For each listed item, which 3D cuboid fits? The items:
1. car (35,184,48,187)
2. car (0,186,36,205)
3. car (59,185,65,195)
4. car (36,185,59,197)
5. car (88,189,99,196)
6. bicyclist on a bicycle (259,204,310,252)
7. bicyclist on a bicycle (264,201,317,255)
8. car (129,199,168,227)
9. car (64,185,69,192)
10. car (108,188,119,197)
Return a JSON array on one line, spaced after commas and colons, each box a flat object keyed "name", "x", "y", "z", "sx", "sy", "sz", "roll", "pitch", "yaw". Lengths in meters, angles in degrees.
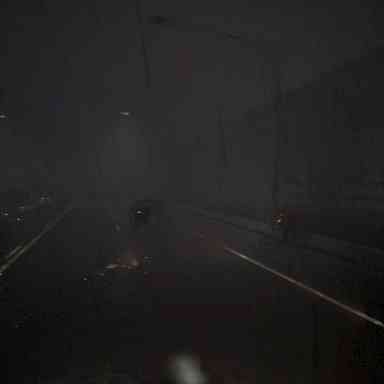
[{"name": "car", "x": -30.186, "y": -0.332, "z": 64.973, "sx": 2.128, "sy": 1.511, "sz": 4.902, "roll": 1, "pitch": 2, "yaw": -16}, {"name": "car", "x": -17.817, "y": 0.485, "z": 34.124, "sx": 1.882, "sy": 1.535, "sz": 5.008, "roll": 1, "pitch": 1, "yaw": -16}, {"name": "car", "x": -26.714, "y": -0.191, "z": 65.558, "sx": 1.895, "sy": 1.301, "sz": 4.718, "roll": 1, "pitch": 2, "yaw": -16}, {"name": "car", "x": -23.501, "y": 0.022, "z": 54.303, "sx": 2.128, "sy": 1.511, "sz": 4.902, "roll": 1, "pitch": 1, "yaw": -16}, {"name": "car", "x": -18.169, "y": 0.080, "z": 61.488, "sx": 1.994, "sy": 1.385, "sz": 4.181, "roll": 1, "pitch": 1, "yaw": -16}, {"name": "bicyclist on a bicycle", "x": 3.076, "y": 1.278, "z": 11.193, "sx": 1.656, "sy": 1.620, "sz": 0.582, "roll": -5, "pitch": 21, "yaw": -3}, {"name": "bicyclist on a bicycle", "x": 3.464, "y": 1.218, "z": 11.633, "sx": 1.656, "sy": 1.620, "sz": 0.582, "roll": -7, "pitch": 0, "yaw": -27}, {"name": "car", "x": -2.579, "y": 1.129, "z": 19.396, "sx": 1.812, "sy": 1.442, "sz": 4.674, "roll": 1, "pitch": 1, "yaw": -16}, {"name": "car", "x": -30.872, "y": -0.853, "z": 80.133, "sx": 1.837, "sy": 1.490, "sz": 4.892, "roll": 1, "pitch": 2, "yaw": -16}, {"name": "car", "x": -14.413, "y": 0.088, "z": 61.095, "sx": 1.882, "sy": 1.535, "sz": 5.008, "roll": 1, "pitch": 1, "yaw": -16}]
